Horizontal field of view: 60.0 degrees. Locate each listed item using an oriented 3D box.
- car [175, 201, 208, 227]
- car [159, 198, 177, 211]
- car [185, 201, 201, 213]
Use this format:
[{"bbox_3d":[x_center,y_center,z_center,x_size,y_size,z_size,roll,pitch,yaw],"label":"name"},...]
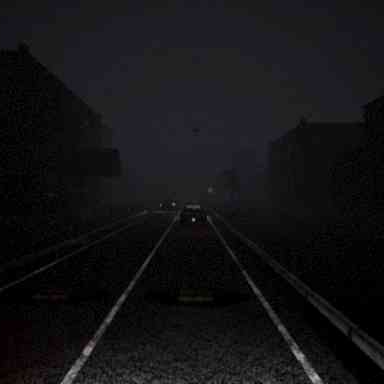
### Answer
[{"bbox_3d":[0.103,1.632,24.358,2.128,1.511,4.902,0,0,0],"label":"car"},{"bbox_3d":[-3.080,1.548,43.574,2.097,1.767,4.553,0,0,0],"label":"car"},{"bbox_3d":[0.104,1.794,41.914,1.895,1.301,4.718,0,0,0],"label":"car"}]
